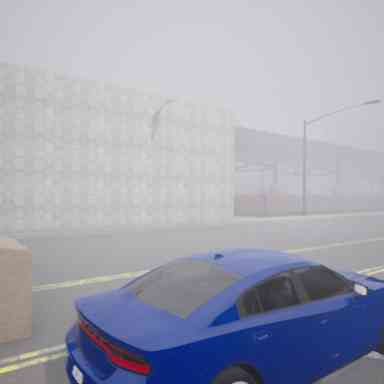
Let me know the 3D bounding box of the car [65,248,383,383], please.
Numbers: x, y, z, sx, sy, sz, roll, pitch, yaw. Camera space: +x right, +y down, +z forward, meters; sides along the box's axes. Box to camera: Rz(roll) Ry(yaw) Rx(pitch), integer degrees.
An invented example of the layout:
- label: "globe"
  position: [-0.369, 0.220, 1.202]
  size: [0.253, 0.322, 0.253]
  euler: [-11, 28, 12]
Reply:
- label: "car"
  position: [0.987, 1.511, 4.452]
  size: [5.008, 1.535, 1.882]
  euler: [1, 0, -36]
